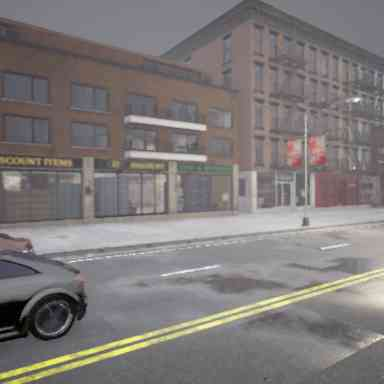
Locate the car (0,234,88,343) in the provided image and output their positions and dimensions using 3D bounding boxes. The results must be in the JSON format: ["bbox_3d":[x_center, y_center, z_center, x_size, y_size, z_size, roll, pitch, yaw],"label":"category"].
[{"bbox_3d":[-3.773,1.564,4.976,4.181,1.385,1.994,0,0,-35],"label":"car"}]

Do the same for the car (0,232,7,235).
[{"bbox_3d":[-6.008,1.526,7.376,4.674,1.442,1.812,0,0,-35],"label":"car"}]
